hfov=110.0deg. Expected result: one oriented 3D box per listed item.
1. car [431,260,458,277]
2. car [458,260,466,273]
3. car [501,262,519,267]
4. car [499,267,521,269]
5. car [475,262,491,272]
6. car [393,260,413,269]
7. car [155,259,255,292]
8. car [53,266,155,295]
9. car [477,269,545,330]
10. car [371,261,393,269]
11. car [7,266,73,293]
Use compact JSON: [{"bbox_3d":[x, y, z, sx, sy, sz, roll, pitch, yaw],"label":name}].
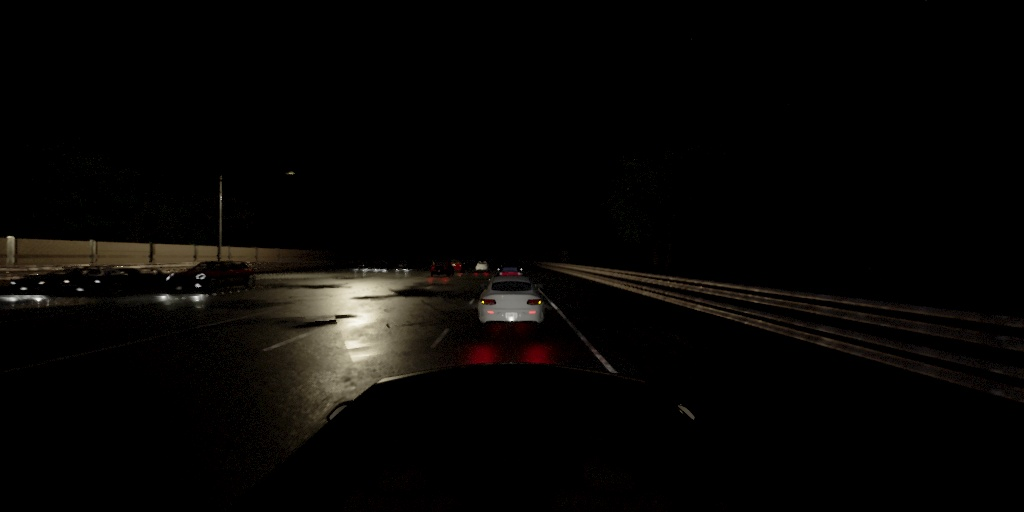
[{"bbox_3d":[-7.228,1.349,37.727,1.882,1.535,5.008,0,0,-1],"label":"car"},{"bbox_3d":[-7.471,1.282,48.273,2.097,1.767,4.553,0,0,-1],"label":"car"},{"bbox_3d":[-0.153,1.409,26.919,1.994,1.385,4.181,0,0,0],"label":"car"},{"bbox_3d":[-0.066,1.406,18.632,1.895,1.301,4.718,0,0,0],"label":"car"},{"bbox_3d":[-3.991,1.481,49.626,1.812,1.442,4.674,0,0,-1],"label":"car"},{"bbox_3d":[-18.482,1.483,61.741,1.812,1.442,4.674,0,0,-1],"label":"car"},{"bbox_3d":[-17.353,1.090,20.876,2.097,1.767,4.553,0,0,-2],"label":"car"},{"bbox_3d":[-20.815,1.318,19.445,1.895,1.301,4.718,0,0,-2],"label":"car"},{"bbox_3d":[-0.022,1.298,11.092,1.812,1.442,4.674,0,0,0],"label":"car"},{"bbox_3d":[-21.966,1.541,61.551,1.895,1.301,4.718,0,0,-1],"label":"car"},{"bbox_3d":[-24.372,1.252,20.491,2.033,1.411,5.357,0,0,-2],"label":"car"}]
